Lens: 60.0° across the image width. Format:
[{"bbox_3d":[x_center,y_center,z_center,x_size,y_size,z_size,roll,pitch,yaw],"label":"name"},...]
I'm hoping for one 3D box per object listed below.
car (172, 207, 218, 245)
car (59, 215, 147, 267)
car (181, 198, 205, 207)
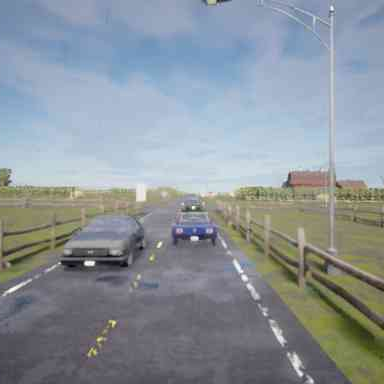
[{"bbox_3d":[0.105,1.593,15.613,1.895,1.301,4.718,0,0,0],"label":"car"},{"bbox_3d":[-2.749,1.541,11.617,2.033,1.411,5.357,0,0,0],"label":"car"},{"bbox_3d":[0.111,1.338,29.727,2.097,1.767,4.553,0,0,0],"label":"car"}]
